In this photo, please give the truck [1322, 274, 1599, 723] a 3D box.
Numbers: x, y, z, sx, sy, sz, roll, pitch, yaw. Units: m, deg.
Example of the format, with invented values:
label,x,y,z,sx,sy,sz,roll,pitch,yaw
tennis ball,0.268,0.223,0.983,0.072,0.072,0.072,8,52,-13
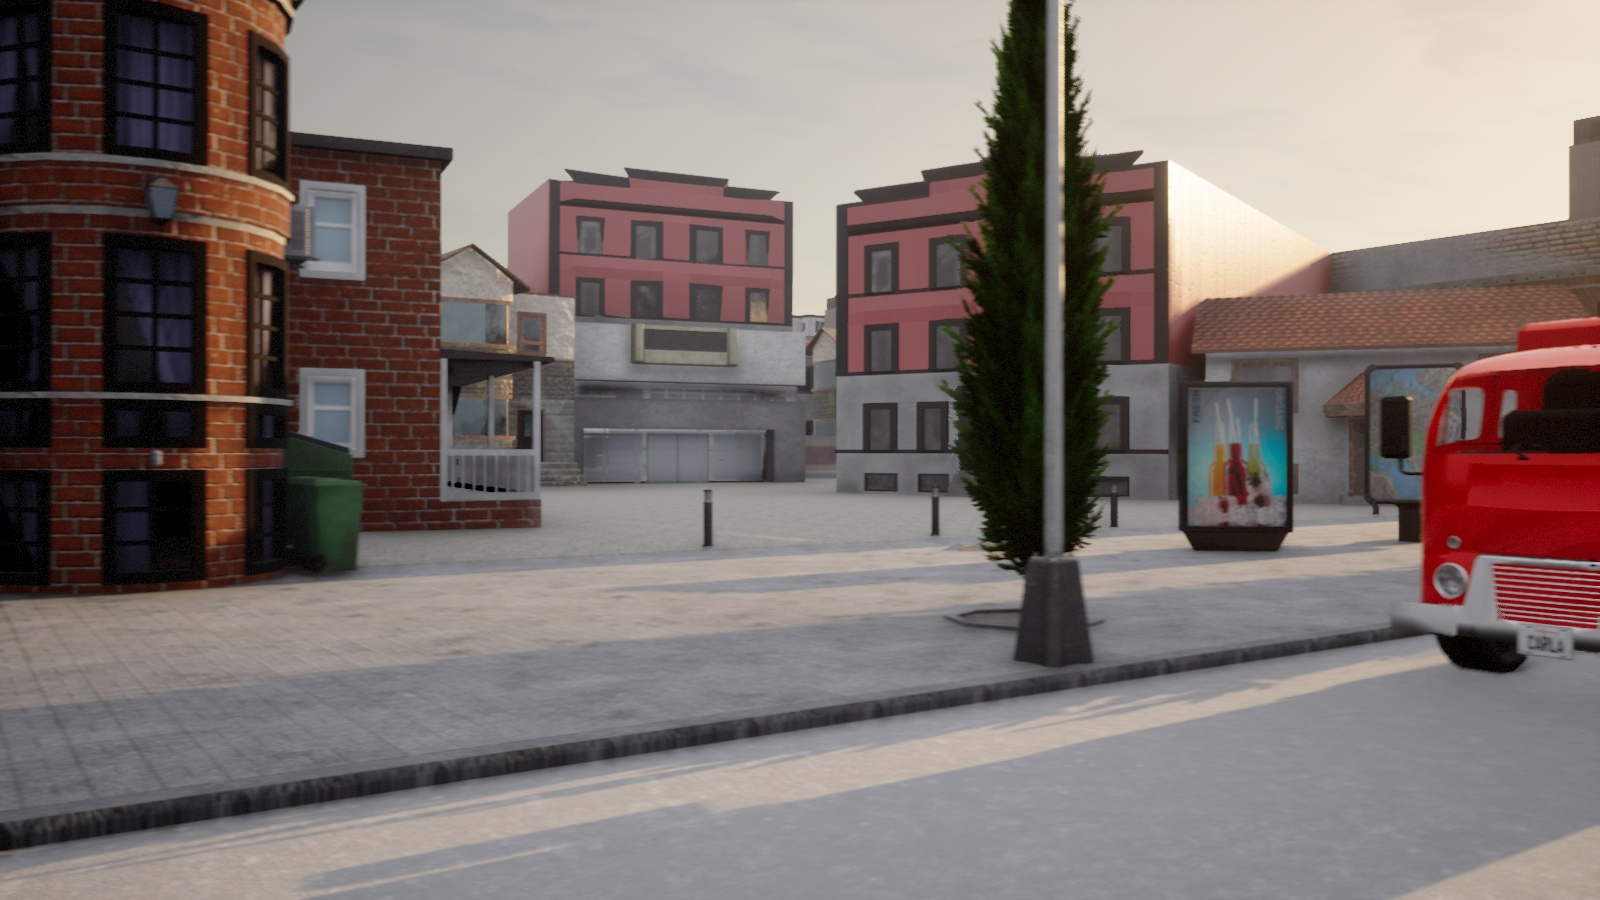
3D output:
label,x,y,z,sx,sy,sz,roll,pitch,yaw
truck,6.322,0.266,8.671,5.204,2.467,2.627,0,0,-35
